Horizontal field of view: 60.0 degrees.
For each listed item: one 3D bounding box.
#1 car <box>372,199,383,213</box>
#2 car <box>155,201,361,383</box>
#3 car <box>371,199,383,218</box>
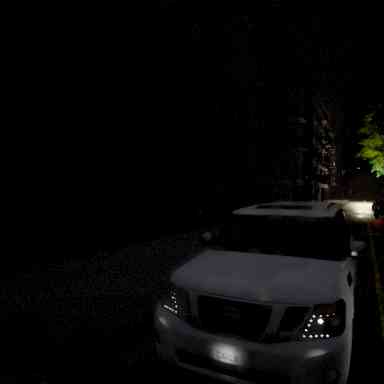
[{"bbox_3d":[21.967,1.574,38.477,1.994,1.385,4.181,0,0,27],"label":"car"},{"bbox_3d":[1.602,1.221,5.669,2.150,2.045,5.566,0,0,27],"label":"car"},{"bbox_3d":[17.248,1.359,29.304,2.097,1.767,4.553,0,0,27],"label":"car"}]
